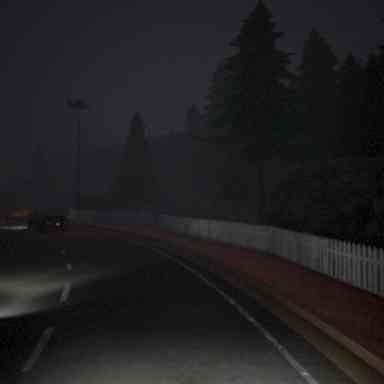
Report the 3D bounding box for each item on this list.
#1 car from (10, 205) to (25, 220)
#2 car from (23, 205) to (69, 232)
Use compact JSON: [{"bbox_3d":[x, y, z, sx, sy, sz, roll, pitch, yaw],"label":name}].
[{"bbox_3d":[-16.946,2.038,34.541,1.882,1.535,5.008,-2,-1,-3],"label":"car"},{"bbox_3d":[-9.901,1.880,22.773,1.812,1.442,4.674,0,-1,-39],"label":"car"}]
